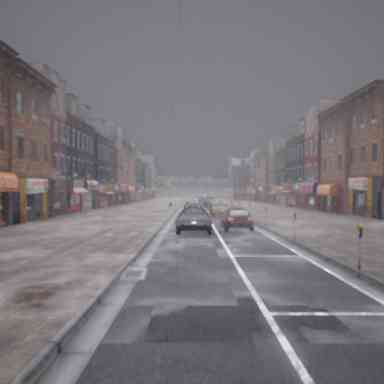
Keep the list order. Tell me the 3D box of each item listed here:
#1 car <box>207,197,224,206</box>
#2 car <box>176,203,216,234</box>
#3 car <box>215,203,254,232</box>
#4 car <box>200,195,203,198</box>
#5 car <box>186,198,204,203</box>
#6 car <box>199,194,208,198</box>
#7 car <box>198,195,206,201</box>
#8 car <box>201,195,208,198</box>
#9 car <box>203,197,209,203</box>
[{"bbox_3d":[2.624,1.524,31.137,1.752,1.417,4.829,-1,0,0],"label":"car"},{"bbox_3d":[0.102,1.563,19.359,1.994,1.385,4.181,0,0,0],"label":"car"},{"bbox_3d":[2.624,1.581,19.902,1.802,1.307,4.206,-1,0,0],"label":"car"},{"bbox_3d":[2.627,1.568,53.097,1.947,1.339,4.313,-1,0,0],"label":"car"},{"bbox_3d":[0.104,1.600,37.086,1.895,1.301,4.718,0,0,0],"label":"car"},{"bbox_3d":[2.628,1.585,58.629,1.802,1.307,4.206,-1,0,0],"label":"car"},{"bbox_3d":[2.629,1.577,86.292,1.947,1.339,4.313,-1,0,0],"label":"car"},{"bbox_3d":[2.626,1.567,47.564,1.947,1.339,4.313,-1,0,0],"label":"car"},{"bbox_3d":[2.625,1.550,36.499,2.008,1.369,4.403,-1,0,0],"label":"car"}]
